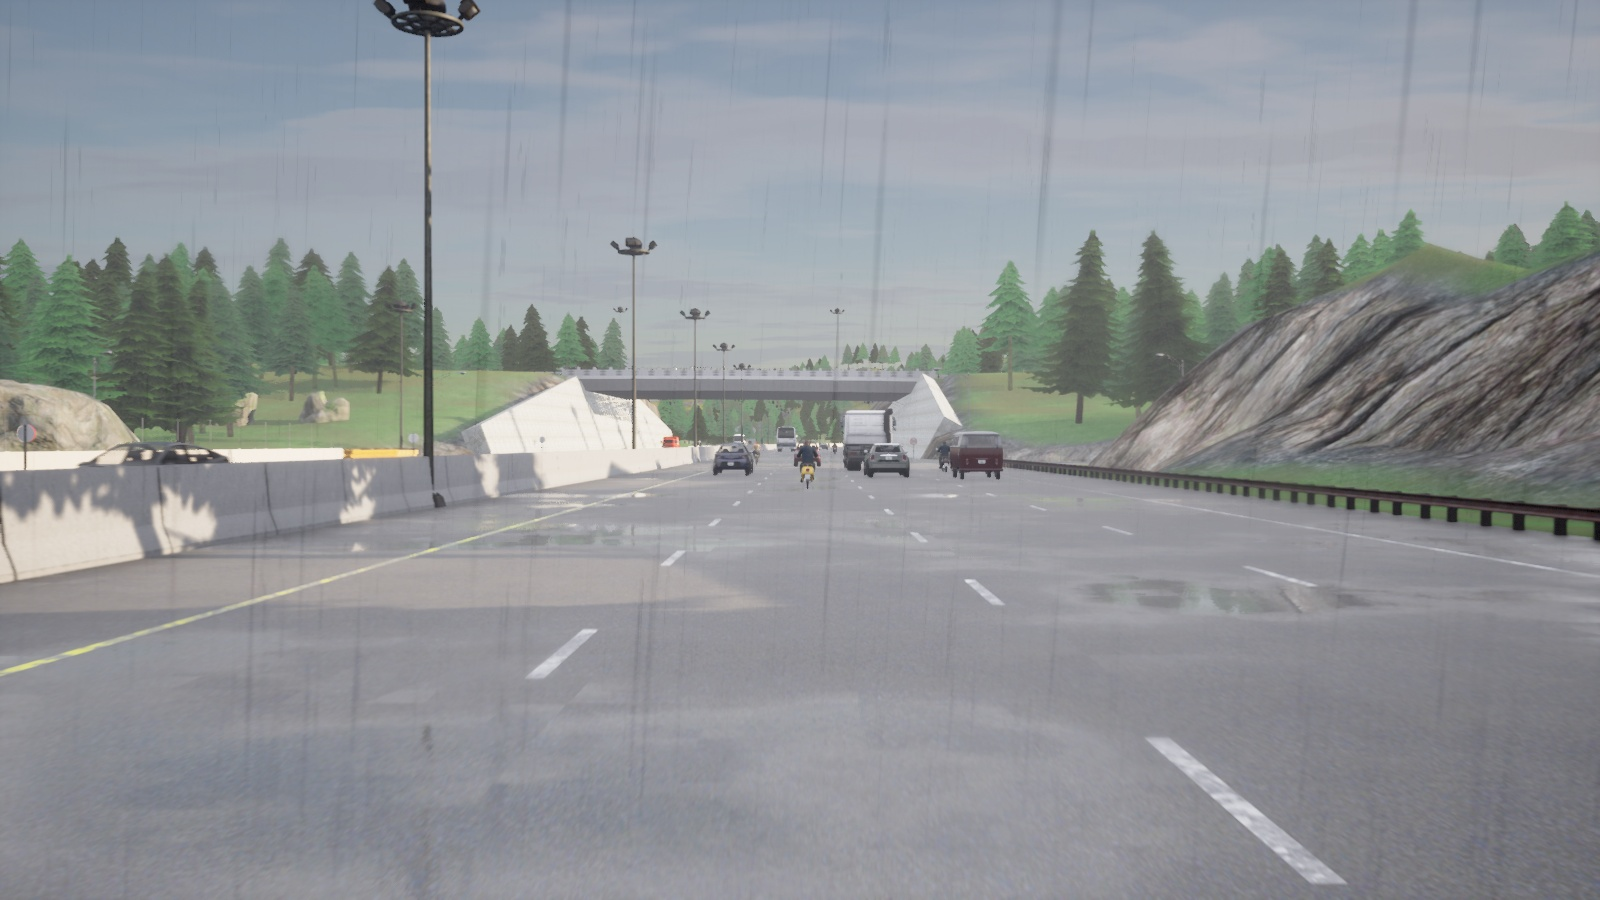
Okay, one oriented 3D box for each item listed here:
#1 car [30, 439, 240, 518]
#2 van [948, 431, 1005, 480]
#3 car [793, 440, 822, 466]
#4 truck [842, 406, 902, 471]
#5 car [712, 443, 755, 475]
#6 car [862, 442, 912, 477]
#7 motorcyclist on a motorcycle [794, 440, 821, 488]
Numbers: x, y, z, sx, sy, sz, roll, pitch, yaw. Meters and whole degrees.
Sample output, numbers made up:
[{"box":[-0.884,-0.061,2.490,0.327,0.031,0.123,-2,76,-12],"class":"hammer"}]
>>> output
[{"box":[-13.834,0.533,26.484,2.007,1.525,4.514,0,0,0],"class":"car"},{"box":[7.314,0.210,52.478,1.775,1.987,4.442,0,0,0],"class":"van"},{"box":[0.477,0.188,81.082,1.851,1.617,3.988,0,0,0],"class":"car"},{"box":[3.915,-0.627,70.006,2.891,3.462,7.936,0,0,0],"class":"truck"},{"box":[-3.144,0.421,59.778,1.816,1.474,4.193,0,0,0],"class":"car"},{"box":[3.834,0.399,55.991,1.970,1.475,3.806,0,0,0],"class":"car"},{"box":[0.255,0.461,42.363,0.866,1.590,1.817,0,0,0],"class":"motorcyclist on a motorcycle"}]
